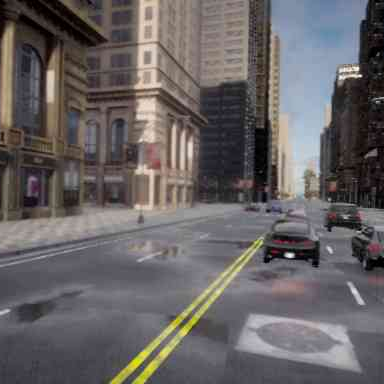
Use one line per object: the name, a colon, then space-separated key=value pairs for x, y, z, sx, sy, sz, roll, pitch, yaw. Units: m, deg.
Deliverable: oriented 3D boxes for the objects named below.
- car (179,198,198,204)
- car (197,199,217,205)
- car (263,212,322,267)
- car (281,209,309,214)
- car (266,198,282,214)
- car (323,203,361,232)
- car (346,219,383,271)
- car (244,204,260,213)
car: x=-0.874 y=2.476 z=90.019 sx=4.829 sy=1.417 sz=1.752 roll=2 pitch=0 yaw=18
car: x=4.321 y=2.670 z=88.367 sx=4.507 sy=1.381 sz=1.887 roll=2 pitch=0 yaw=18
car: x=3.852 y=1.785 z=12.793 sx=1.837 sy=1.490 sz=4.892 roll=1 pitch=0 yaw=18
car: x=8.688 y=2.138 z=27.724 sx=1.812 sy=1.442 sz=4.674 roll=1 pitch=-1 yaw=18
car: x=12.480 y=2.232 z=50.409 sx=2.150 sy=2.045 sz=5.566 roll=1 pitch=0 yaw=18
car: x=11.211 y=1.874 z=25.000 sx=2.150 sy=2.045 sz=5.566 roll=1 pitch=-1 yaw=18
car: x=7.000 y=1.925 z=11.967 sx=1.994 sy=1.385 sz=4.181 roll=1 pitch=-1 yaw=19
car: x=9.249 y=2.529 z=51.013 sx=1.895 sy=1.301 sz=4.718 roll=1 pitch=-1 yaw=18
